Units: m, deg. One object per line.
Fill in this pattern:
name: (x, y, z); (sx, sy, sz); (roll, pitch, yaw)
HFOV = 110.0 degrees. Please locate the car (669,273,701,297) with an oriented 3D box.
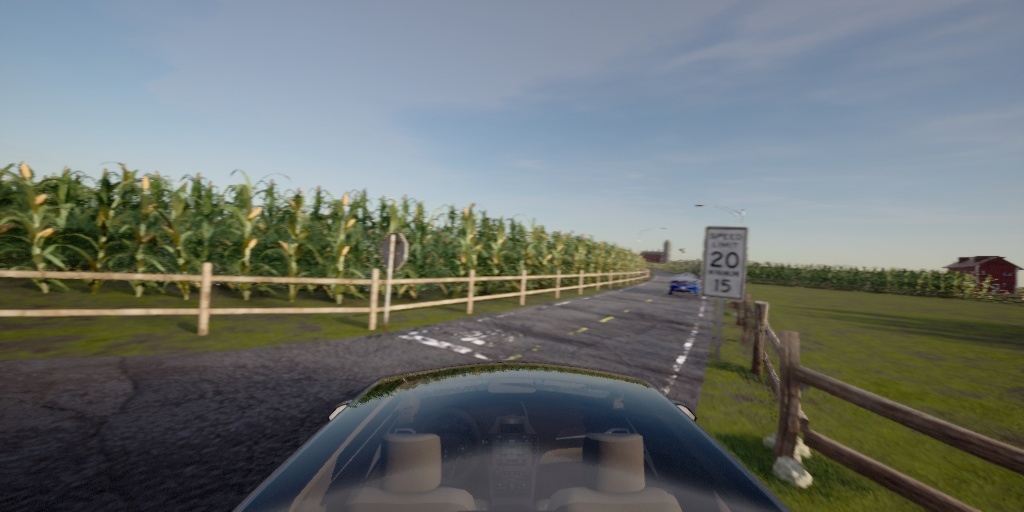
car: (13.193, 2.168, 27.339); (1.882, 1.535, 5.008); (4, 0, 28)
